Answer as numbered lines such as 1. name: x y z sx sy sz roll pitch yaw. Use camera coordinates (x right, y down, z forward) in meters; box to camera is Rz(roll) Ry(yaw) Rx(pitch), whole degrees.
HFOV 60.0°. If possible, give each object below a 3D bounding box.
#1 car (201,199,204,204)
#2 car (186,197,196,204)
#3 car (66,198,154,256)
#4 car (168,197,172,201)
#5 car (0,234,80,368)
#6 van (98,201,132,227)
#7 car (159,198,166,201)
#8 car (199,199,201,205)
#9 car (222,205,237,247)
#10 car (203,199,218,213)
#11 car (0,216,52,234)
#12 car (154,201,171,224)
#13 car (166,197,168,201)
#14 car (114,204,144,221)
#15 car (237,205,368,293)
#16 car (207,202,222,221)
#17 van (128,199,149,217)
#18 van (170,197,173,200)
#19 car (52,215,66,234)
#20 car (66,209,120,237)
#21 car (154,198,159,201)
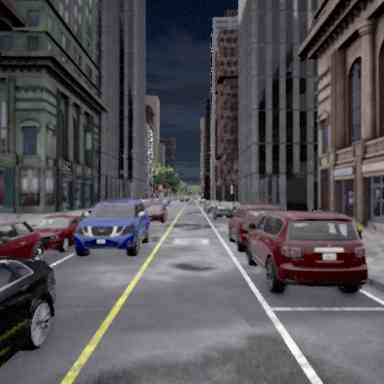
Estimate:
1. car: 2.760 2.093 52.595 1.887 1.381 4.507 0 -1 0
2. car: -0.005 2.435 83.430 1.895 1.301 4.718 0 -1 0
3. car: -3.097 1.365 14.039 2.150 2.045 5.566 0 -1 0
4. car: -5.768 2.318 68.910 1.802 1.307 4.206 0 -1 0
5. car: -3.101 1.527 3.497 2.128 1.511 4.902 0 -1 0
6. van: -5.764 1.599 25.387 1.690 1.788 3.998 0 -1 0
7. car: -5.765 1.858 52.592 2.192 1.841 5.009 0 -1 0
8. car: 2.757 2.387 85.236 1.967 1.590 4.097 0 -1 0
9. car: 2.762 1.465 14.514 2.192 1.841 5.009 0 -1 0
10. car: 2.761 1.874 41.715 1.967 1.590 4.097 0 -1 0
11. car: -5.763 1.529 9.063 1.967 1.590 4.097 0 -1 0
12. car: -3.084 1.764 27.926 1.882 1.535 5.008 0 -1 1
13. car: -5.766 2.043 58.032 1.967 1.590 4.097 0 -1 0
14. car: -5.765 1.860 30.826 1.887 1.381 4.507 0 -1 0
15. car: 2.763 1.409 9.074 2.192 1.841 5.009 0 -1 0
16. car: 2.761 1.871 30.833 2.008 1.369 4.403 0 -1 0
17. van: -5.765 1.713 36.269 1.690 1.788 3.998 0 -1 0
18. van: -5.768 2.146 74.354 1.690 1.788 3.998 0 -1 0
19. car: -5.763 1.689 14.503 1.887 1.381 4.507 0 -1 0
20. car: -5.764 1.767 19.943 1.947 1.339 4.313 0 -1 0
21. car: -5.765 1.744 41.711 2.192 1.841 5.009 0 -1 0
